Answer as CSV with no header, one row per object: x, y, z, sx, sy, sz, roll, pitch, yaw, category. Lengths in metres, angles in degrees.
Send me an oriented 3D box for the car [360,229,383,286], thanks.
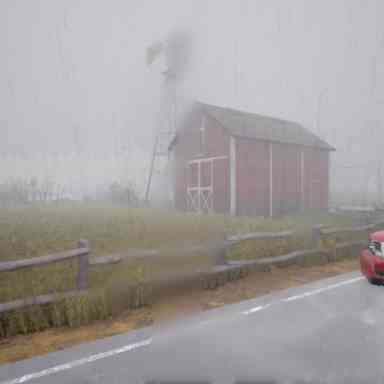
6.499,1.218,8.348,5.566,2.045,2.150,0,0,-36,car
